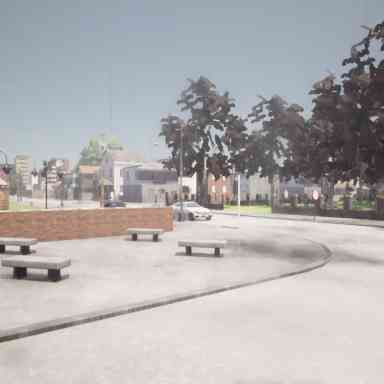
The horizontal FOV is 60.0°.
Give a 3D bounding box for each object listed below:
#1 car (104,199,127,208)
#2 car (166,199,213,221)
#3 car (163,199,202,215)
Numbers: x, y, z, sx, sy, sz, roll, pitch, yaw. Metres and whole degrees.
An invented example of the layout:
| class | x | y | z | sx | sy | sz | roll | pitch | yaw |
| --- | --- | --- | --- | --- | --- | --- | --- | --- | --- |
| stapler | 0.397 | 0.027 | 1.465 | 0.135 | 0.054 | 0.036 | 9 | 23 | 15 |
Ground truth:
| class | x | y | z | sx | sy | sz | roll | pitch | yaw |
| --- | --- | --- | --- | --- | --- | --- | --- | --- | --- |
| car | -9.423 | 1.564 | 40.246 | 1.994 | 1.385 | 4.181 | 0 | 0 | -35 |
| car | -0.267 | 1.526 | 27.279 | 1.812 | 1.442 | 4.674 | 0 | 0 | -36 |
| car | -1.092 | 1.505 | 35.627 | 1.837 | 1.490 | 4.892 | 0 | 0 | -36 |
